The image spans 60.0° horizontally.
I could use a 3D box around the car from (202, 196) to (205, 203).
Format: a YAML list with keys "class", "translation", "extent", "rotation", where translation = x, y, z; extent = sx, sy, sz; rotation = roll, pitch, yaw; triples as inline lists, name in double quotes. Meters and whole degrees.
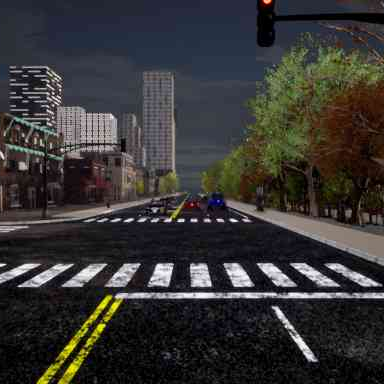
- class: "car"
  translation: [3.145, 1.450, 71.083]
  extent: [1.882, 1.535, 5.008]
  rotation: [0, 0, 0]

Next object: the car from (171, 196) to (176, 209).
- class: "car"
  translation: [-3.440, 1.490, 43.041]
  extent: [1.837, 1.490, 4.892]
  rotation: [0, 0, 0]

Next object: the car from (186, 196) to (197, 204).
- class: "car"
  translation: [-0.140, 1.522, 65.985]
  extent: [2.033, 1.411, 5.357]
  rotation: [0, 0, 0]

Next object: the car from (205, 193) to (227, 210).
- class: "car"
  translation: [3.247, 1.206, 43.566]
  extent: [2.150, 2.045, 5.566]
  rotation: [0, 0, 0]

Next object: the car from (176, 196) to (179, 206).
- class: "car"
  translation: [-3.456, 1.486, 53.181]
  extent: [1.837, 1.490, 4.892]
  rotation: [0, 0, 0]

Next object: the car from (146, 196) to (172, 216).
- class: "car"
  translation: [-3.422, 1.481, 32.992]
  extent: [2.128, 1.511, 4.902]
  rotation: [0, 0, 0]

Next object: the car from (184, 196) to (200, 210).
- class: "car"
  translation: [-0.003, 1.549, 43.610]
  extent: [1.994, 1.385, 4.181]
  rotation: [0, 0, 0]
